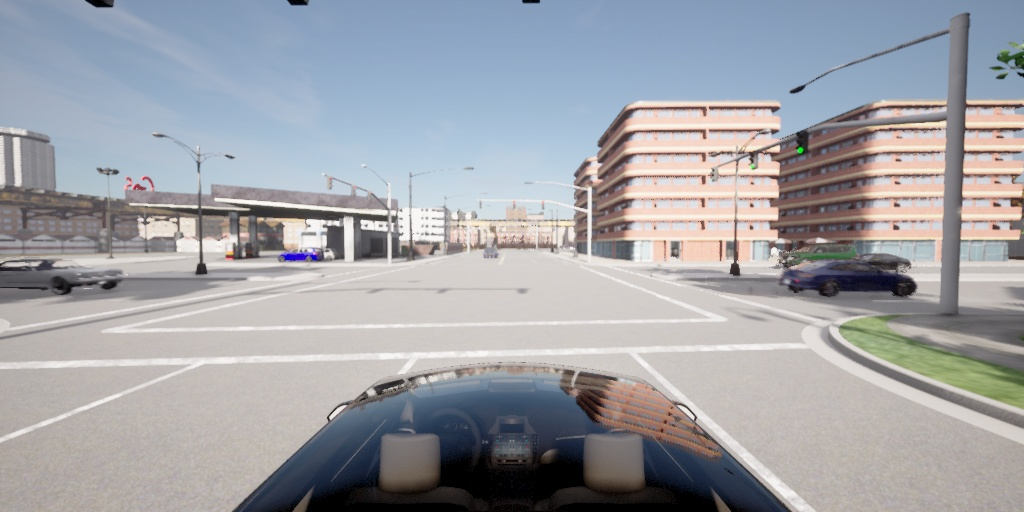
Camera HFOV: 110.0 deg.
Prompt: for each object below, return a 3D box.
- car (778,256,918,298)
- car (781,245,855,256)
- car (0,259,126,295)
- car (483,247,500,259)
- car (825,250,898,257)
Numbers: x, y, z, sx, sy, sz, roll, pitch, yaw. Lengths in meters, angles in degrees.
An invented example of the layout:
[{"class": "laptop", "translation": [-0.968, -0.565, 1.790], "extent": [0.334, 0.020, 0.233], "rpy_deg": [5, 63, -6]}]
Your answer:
[{"class": "car", "translation": [13.546, 0.870, 14.646], "extent": [4.674, 1.442, 1.812], "rpy_deg": [0, 2, 0]}, {"class": "car", "translation": [25.278, 0.091, 29.629], "extent": [5.566, 2.045, 2.150], "rpy_deg": [0, 2, 1]}, {"class": "car", "translation": [-19.243, 0.788, 14.915], "extent": [4.718, 1.301, 1.895], "rpy_deg": [0, 2, 0]}, {"class": "car", "translation": [-3.198, -0.538, 53.761], "extent": [2.097, 1.767, 4.553], "rpy_deg": [0, 2, 0]}, {"class": "car", "translation": [26.191, 0.506, 26.131], "extent": [4.674, 1.442, 1.812], "rpy_deg": [0, 2, 0]}]
